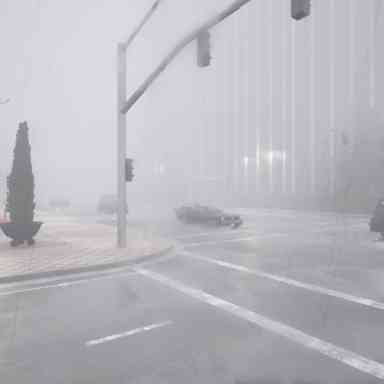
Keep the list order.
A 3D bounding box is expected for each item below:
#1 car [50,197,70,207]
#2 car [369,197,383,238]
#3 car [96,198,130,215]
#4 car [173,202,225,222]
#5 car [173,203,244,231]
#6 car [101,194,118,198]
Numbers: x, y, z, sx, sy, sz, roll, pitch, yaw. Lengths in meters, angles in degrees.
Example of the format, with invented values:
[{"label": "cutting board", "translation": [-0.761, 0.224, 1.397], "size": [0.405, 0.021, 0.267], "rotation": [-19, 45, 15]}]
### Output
[{"label": "car", "translation": [-19.998, 1.478, 50.267], "size": [1.882, 1.535, 5.008], "rotation": [0, 0, -35]}, {"label": "car", "translation": [10.525, 1.223, 14.024], "size": [2.150, 2.045, 5.566], "rotation": [0, 0, -36]}, {"label": "car", "translation": [-7.973, 1.600, 33.490], "size": [1.895, 1.301, 4.718], "rotation": [0, 0, -36]}, {"label": "car", "translation": [0.448, 1.601, 27.809], "size": [1.895, 1.301, 4.718], "rotation": [0, 0, -36]}, {"label": "car", "translation": [1.049, 1.601, 21.024], "size": [1.895, 1.301, 4.718], "rotation": [0, 0, -36]}, {"label": "car", "translation": [-9.971, 1.222, 42.263], "size": [2.150, 2.045, 5.566], "rotation": [0, 0, -35]}]
